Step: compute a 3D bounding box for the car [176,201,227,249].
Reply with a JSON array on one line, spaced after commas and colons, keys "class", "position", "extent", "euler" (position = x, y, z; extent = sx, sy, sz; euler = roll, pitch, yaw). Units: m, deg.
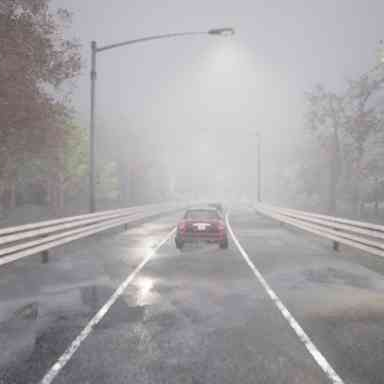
[{"class": "car", "position": [0.494, 1.478, 15.503], "extent": [2.097, 1.767, 4.553], "euler": [0, -1, 3]}]

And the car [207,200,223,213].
[{"class": "car", "position": [3.134, 1.872, 44.193], "extent": [1.882, 1.535, 5.008], "euler": [0, 0, 8]}]
